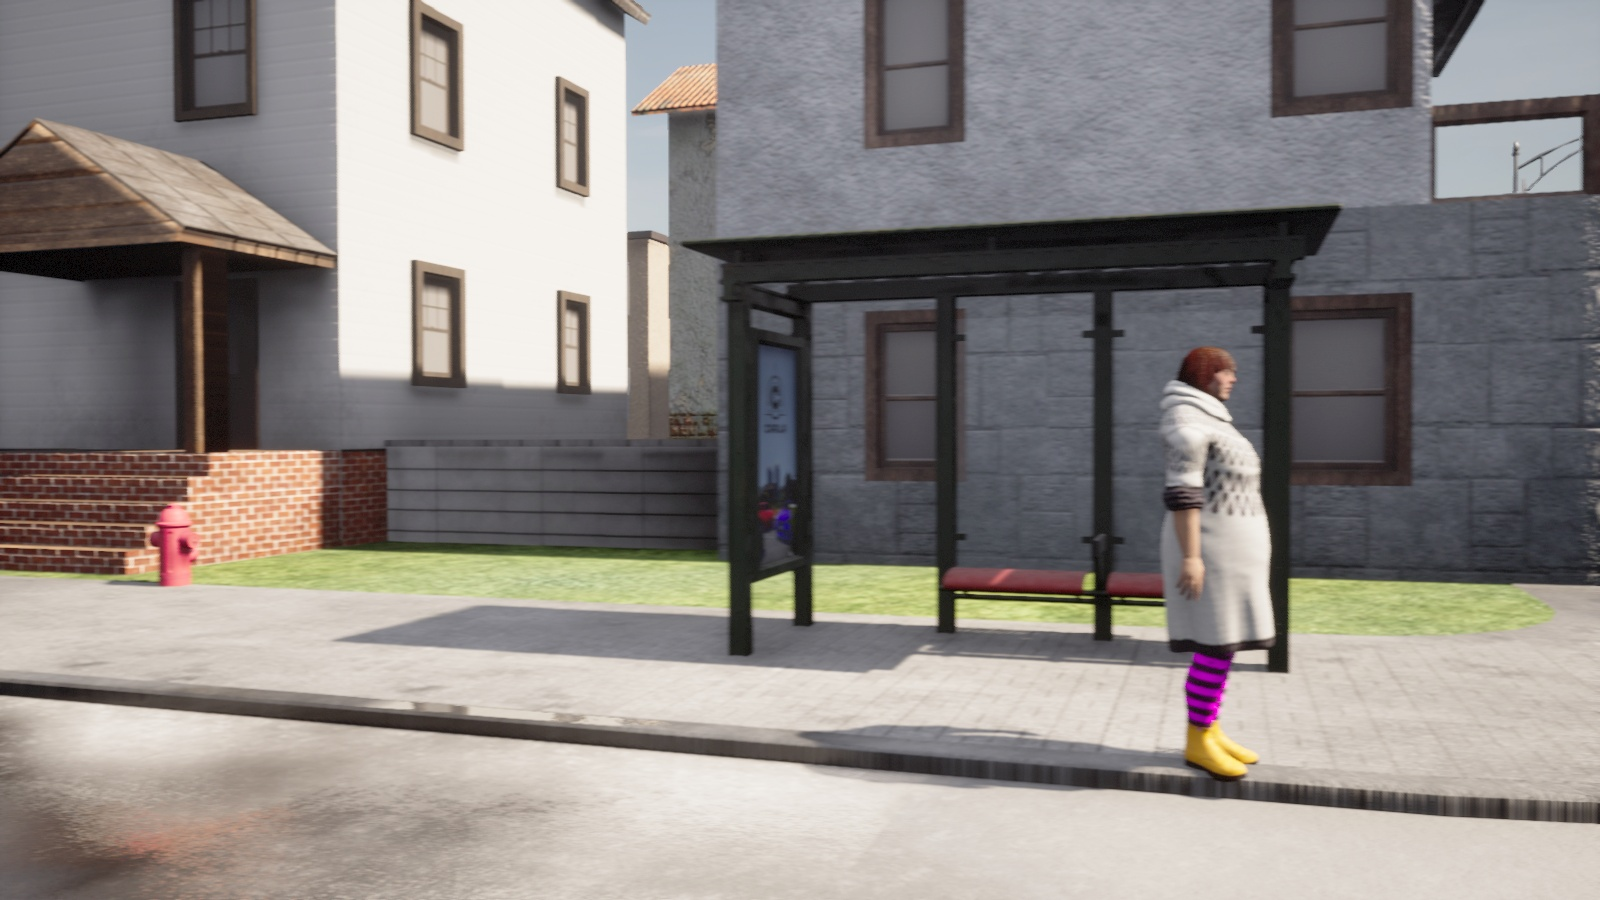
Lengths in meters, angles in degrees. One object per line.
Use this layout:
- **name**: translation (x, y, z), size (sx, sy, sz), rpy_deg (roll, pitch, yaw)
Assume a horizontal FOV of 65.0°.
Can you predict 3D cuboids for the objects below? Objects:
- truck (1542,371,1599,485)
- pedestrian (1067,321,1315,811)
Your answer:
- **truck**: translation (26.033, -0.683, 39.030), size (2.891, 3.462, 7.936), rpy_deg (1, 1, 14)
- **pedestrian**: translation (1.717, 0.454, 5.507), size (0.873, 1.952, 0.659), rpy_deg (1, 1, 33)
